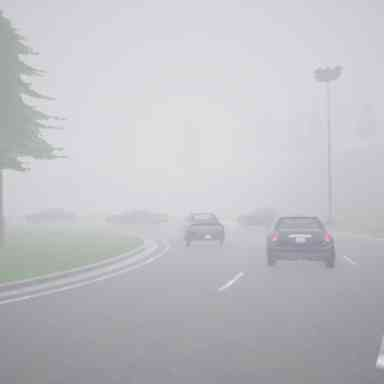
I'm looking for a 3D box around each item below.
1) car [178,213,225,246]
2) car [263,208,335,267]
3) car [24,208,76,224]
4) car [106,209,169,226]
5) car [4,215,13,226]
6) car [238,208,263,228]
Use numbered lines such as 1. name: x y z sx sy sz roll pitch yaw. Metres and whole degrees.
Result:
1. car: 0.396 1.819 17.173 2.128 1.511 4.902 0 -1 -7
2. car: 3.838 1.555 12.450 2.097 1.767 4.553 -1 -1 12
3. car: -13.829 2.289 32.524 4.674 1.442 1.812 0 -1 -6
4. car: -4.658 2.138 28.306 5.357 1.411 2.033 -1 -1 21
5. car: -16.004 2.165 24.799 4.674 1.442 1.812 0 -2 -20
6. car: 5.200 1.894 23.688 2.128 1.511 4.902 0 -1 -27
